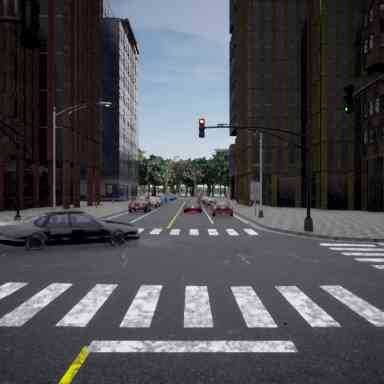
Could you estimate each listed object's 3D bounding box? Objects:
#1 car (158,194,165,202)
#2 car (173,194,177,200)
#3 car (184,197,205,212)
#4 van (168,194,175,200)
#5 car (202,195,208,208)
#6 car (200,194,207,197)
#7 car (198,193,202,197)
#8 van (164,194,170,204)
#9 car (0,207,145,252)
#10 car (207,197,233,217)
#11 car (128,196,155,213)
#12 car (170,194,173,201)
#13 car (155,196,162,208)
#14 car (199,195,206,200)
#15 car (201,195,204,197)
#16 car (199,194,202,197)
[{"bbox_3d":[-5.751,1.537,53.308,1.752,1.417,4.829,0,0,0],"label":"car"},{"bbox_3d":[-5.744,1.597,86.103,1.947,1.339,4.313,0,0,0],"label":"car"},{"bbox_3d":[0.102,1.570,38.303,1.994,1.385,4.181,0,0,0],"label":"car"},{"bbox_3d":[-5.743,1.377,91.541,1.690,1.788,3.998,0,0,0],"label":"van"},{"bbox_3d":[2.773,1.560,48.038,2.008,1.369,4.403,0,0,0],"label":"car"},{"bbox_3d":[2.775,1.559,58.914,1.887,1.381,4.507,0,0,0],"label":"car"},{"bbox_3d":[2.779,1.549,75.396,1.752,1.417,4.829,0,0,0],"label":"car"},{"bbox_3d":[-5.749,1.358,64.353,1.690,1.788,3.998,0,0,0],"label":"van"},{"bbox_3d":[-4.885,1.479,13.371,5.357,1.411,2.033,1,0,-28],"label":"car"},{"bbox_3d":[2.769,1.444,31.726,1.967,1.590,4.097,0,0,0],"label":"car"},{"bbox_3d":[-5.755,1.321,37.165,2.192,1.841,5.009,0,0,0],"label":"car"},{"bbox_3d":[-5.747,1.571,69.791,2.008,1.369,4.403,0,0,0],"label":"car"},{"bbox_3d":[-5.752,1.592,48.040,1.802,1.307,4.206,0,0,0],"label":"car"},{"bbox_3d":[2.782,1.561,91.709,1.752,1.417,4.829,0,0,0],"label":"car"},{"bbox_3d":[2.774,1.556,53.476,1.887,1.381,4.507,0,0,0],"label":"car"},{"bbox_3d":[2.777,1.542,64.521,1.752,1.417,4.829,0,0,0],"label":"car"}]
